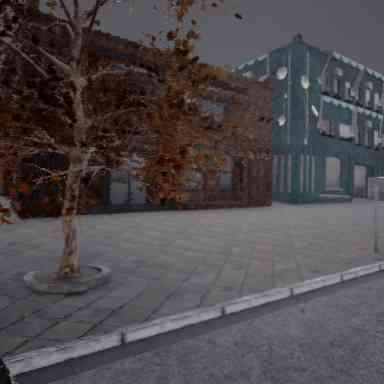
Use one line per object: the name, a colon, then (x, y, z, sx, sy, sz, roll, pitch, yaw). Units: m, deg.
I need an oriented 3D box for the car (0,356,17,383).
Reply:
car: (-2.937, 1.569, 1.282, 4.181, 1.385, 1.994, 0, 0, -35)
